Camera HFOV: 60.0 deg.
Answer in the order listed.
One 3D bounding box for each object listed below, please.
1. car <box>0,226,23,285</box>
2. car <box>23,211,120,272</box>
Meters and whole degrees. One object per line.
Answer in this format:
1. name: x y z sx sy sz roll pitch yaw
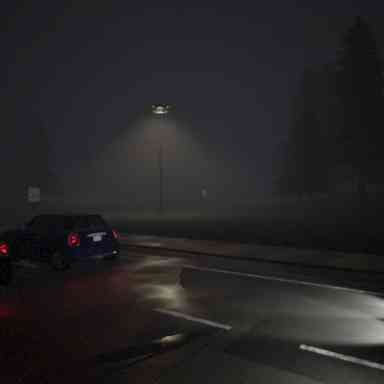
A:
1. car: -6.681 1.485 8.613 4.553 1.767 2.097 -1 -1 35
2. car: -4.657 1.485 11.468 4.553 1.767 2.097 -1 -1 35
